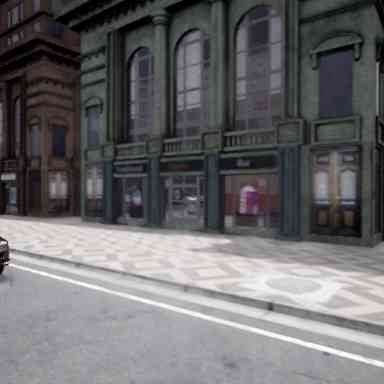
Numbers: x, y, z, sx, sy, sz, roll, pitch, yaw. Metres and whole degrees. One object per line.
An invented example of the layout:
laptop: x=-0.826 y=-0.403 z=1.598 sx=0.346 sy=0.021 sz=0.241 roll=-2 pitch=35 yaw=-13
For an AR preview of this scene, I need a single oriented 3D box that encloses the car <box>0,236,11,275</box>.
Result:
car: x=-6.831 y=1.480 z=9.080 sx=4.902 sy=1.511 sz=2.128 roll=0 pitch=0 yaw=36
